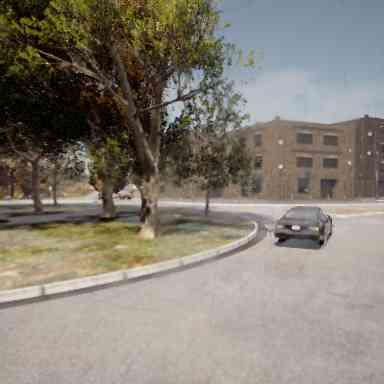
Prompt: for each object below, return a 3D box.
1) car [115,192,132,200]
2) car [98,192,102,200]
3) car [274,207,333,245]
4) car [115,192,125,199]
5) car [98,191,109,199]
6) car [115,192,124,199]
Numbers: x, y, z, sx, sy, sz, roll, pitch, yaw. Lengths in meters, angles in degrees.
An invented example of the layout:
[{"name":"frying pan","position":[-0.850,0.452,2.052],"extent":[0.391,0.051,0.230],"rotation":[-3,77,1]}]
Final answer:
[{"name":"car","position":[-11.176,0.660,55.426],"extent":[1.895,1.301,4.718],"rotation":[0,0,-18]},{"name":"car","position":[-14.301,0.611,54.511],"extent":[2.033,1.411,5.357],"rotation":[0,0,-18]},{"name":"car","position":[5.085,1.359,14.793],"extent":[2.033,1.411,5.357],"rotation":[1,1,27]},{"name":"car","position":[-14.903,0.767,68.672],"extent":[1.895,1.301,4.718],"rotation":[0,-1,-12]},{"name":"car","position":[-18.044,0.666,67.799],"extent":[1.837,1.490,4.892],"rotation":[0,-1,-12]},{"name":"car","position":[-17.894,0.850,82.314],"extent":[2.128,1.511,4.902],"rotation":[0,-1,-12]}]
